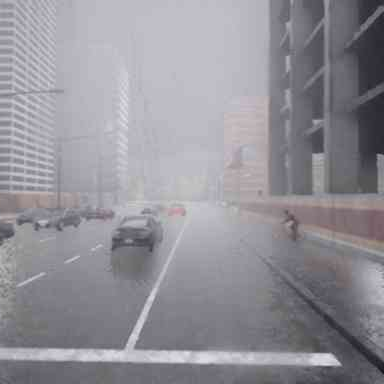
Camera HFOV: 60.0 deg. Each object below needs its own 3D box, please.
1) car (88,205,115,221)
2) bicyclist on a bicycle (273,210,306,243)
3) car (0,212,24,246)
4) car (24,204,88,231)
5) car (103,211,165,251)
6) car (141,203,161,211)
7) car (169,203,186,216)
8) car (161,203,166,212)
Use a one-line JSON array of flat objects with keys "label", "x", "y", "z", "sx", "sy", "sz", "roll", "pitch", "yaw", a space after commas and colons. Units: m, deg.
[{"label": "car", "x": -9.318, "y": 2.217, "z": 34.027, "sx": 1.895, "sy": 1.301, "sz": 4.718, "roll": 1, "pitch": -1, "yaw": 1}, {"label": "bicyclist on a bicycle", "x": 4.847, "y": 1.714, "z": 16.534, "sx": 1.656, "sy": 1.620, "sz": 0.582, "roll": 0, "pitch": -1, "yaw": 1}, {"label": "car", "x": -9.681, "y": 1.741, "z": 14.096, "sx": 2.033, "sy": 1.411, "sz": 5.357, "roll": 1, "pitch": -1, "yaw": 1}, {"label": "car", "x": -9.512, "y": 1.889, "z": 23.735, "sx": 2.128, "sy": 1.511, "sz": 4.902, "roll": 1, "pitch": -1, "yaw": 1}, {"label": "car", "x": -2.463, "y": 1.831, "z": 15.519, "sx": 1.812, "sy": 1.442, "sz": 4.674, "roll": 1, "pitch": -1, "yaw": 1}, {"label": "car", "x": -5.466, "y": 2.375, "z": 43.029, "sx": 1.812, "sy": 1.442, "sz": 4.674, "roll": 1, "pitch": -1, "yaw": 1}, {"label": "car", "x": -1.942, "y": 2.278, "z": 44.787, "sx": 2.097, "sy": 1.767, "sz": 4.553, "roll": 1, "pitch": -1, "yaw": 1}, {"label": "car", "x": -5.295, "y": 2.572, "z": 53.302, "sx": 1.837, "sy": 1.490, "sz": 4.892, "roll": 1, "pitch": -1, "yaw": 1}]
